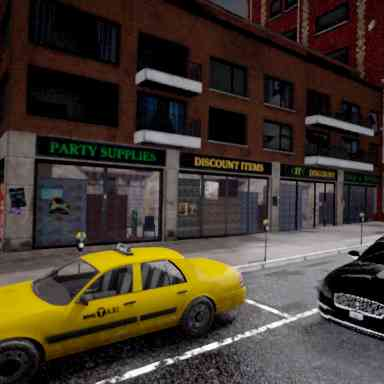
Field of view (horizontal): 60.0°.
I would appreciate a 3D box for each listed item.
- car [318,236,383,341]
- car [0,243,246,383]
[{"bbox_3d":[4.320,1.509,6.144,4.892,1.490,1.837,0,0,-35],"label":"car"},{"bbox_3d":[-1.309,1.526,5.138,4.829,1.417,1.752,0,2,-35],"label":"car"}]
